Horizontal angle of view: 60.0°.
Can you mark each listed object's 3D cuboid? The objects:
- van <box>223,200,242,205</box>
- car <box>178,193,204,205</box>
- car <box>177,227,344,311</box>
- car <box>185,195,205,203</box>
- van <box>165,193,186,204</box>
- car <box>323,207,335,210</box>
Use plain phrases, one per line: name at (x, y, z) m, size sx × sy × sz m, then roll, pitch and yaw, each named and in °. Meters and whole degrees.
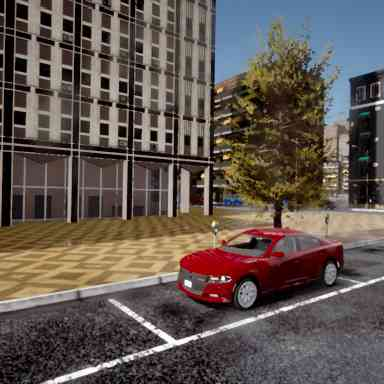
van at (7.138, 1.314, 57.798) m, size 1.690 × 1.788 × 3.998 m, roll 2°, pitch -1°, yaw -36°
car at (0.341, 1.129, 52.900) m, size 2.192 × 1.841 × 5.009 m, roll 2°, pitch -1°, yaw -36°
car at (1.753, 1.547, 7.810) m, size 4.507 × 1.381 × 1.887 m, roll 0°, pitch 1°, yaw -36°
car at (0.553, 1.385, 66.935) m, size 1.967 × 1.590 × 4.097 m, roll 1°, pitch -1°, yaw -36°
van at (-2.951, 1.141, 57.468) m, size 1.690 × 1.788 × 3.998 m, roll 2°, pitch -1°, yaw -36°
car at (17.010, 1.585, 44.090) m, size 1.947 × 1.339 × 4.313 m, roll 2°, pitch -1°, yaw -36°
